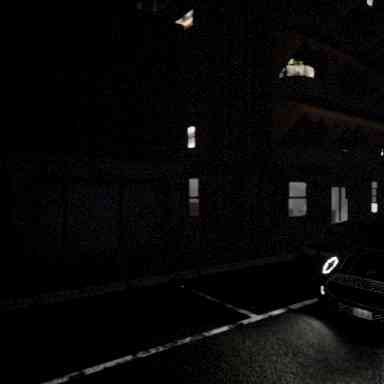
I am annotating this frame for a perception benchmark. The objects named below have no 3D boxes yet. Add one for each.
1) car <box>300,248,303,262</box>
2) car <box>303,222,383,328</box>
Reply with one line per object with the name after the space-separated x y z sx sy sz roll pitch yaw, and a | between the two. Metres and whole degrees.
5.109 1.590 10.200 4.206 1.307 1.802 0 0 -35 | car
4.554 1.357 6.620 4.553 1.767 2.097 0 0 -35 | car
